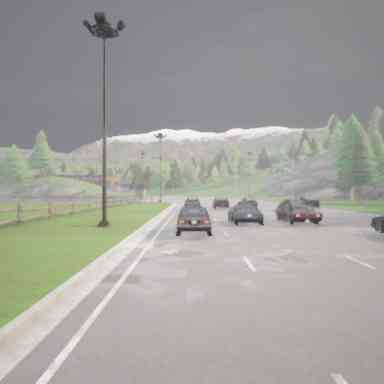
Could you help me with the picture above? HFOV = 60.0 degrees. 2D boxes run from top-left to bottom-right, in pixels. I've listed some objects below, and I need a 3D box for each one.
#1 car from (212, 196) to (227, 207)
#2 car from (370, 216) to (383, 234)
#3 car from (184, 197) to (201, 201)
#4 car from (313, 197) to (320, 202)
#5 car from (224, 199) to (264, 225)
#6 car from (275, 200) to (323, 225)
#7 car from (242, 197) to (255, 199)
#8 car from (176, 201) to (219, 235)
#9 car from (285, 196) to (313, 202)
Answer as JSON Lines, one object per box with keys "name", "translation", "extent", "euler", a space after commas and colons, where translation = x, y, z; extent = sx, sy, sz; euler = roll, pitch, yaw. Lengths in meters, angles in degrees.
{"name": "car", "translation": [3.569, 1.247, 41.569], "extent": [1.882, 1.535, 5.008], "euler": [0, 1, 0]}
{"name": "car", "translation": [10.596, 1.461, 15.633], "extent": [2.033, 1.411, 5.357], "euler": [0, 0, 0]}
{"name": "car", "translation": [0.059, 1.277, 38.663], "extent": [2.128, 1.511, 4.902], "euler": [0, 0, 0]}
{"name": "car", "translation": [14.066, 1.252, 40.949], "extent": [1.882, 1.535, 5.008], "euler": [0, 0, 0]}
{"name": "car", "translation": [3.594, 1.437, 22.791], "extent": [1.994, 1.385, 4.181], "euler": [0, 0, 0]}
{"name": "car", "translation": [7.094, 1.475, 22.640], "extent": [1.895, 1.301, 4.718], "euler": [0, 0, 0]}
{"name": "car", "translation": [7.066, 1.296, 41.496], "extent": [1.812, 1.442, 4.674], "euler": [0, 0, 0]}
{"name": "car", "translation": [0.096, 1.447, 18.044], "extent": [2.033, 1.411, 5.357], "euler": [0, 0, 0]}
{"name": "car", "translation": [10.539, 1.354, 35.010], "extent": [2.033, 1.411, 5.357], "euler": [0, 0, 1]}
